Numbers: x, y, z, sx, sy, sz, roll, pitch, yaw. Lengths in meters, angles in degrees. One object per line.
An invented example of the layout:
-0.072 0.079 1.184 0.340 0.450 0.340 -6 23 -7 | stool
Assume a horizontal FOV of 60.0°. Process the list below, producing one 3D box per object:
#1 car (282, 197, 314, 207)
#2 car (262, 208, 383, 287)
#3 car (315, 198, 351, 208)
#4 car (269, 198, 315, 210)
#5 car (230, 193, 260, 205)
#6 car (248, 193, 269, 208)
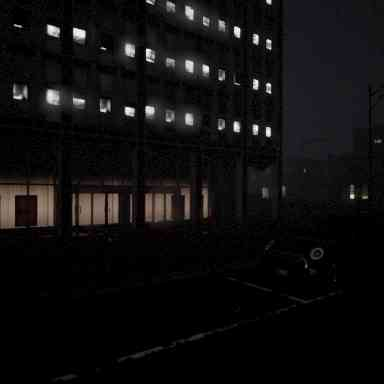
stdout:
15.457 1.480 48.509 1.802 1.307 4.206 1 0 -35 | car
3.850 1.441 9.312 4.097 1.590 1.967 0 0 -36 | car
18.511 1.447 44.095 1.752 1.417 4.829 1 0 -35 | car
11.716 1.427 39.188 2.008 1.369 4.403 1 0 -35 | car
9.157 1.168 57.615 2.192 1.841 5.009 1 0 -35 | car
8.567 1.168 43.742 2.192 1.841 5.009 1 0 -35 | car
